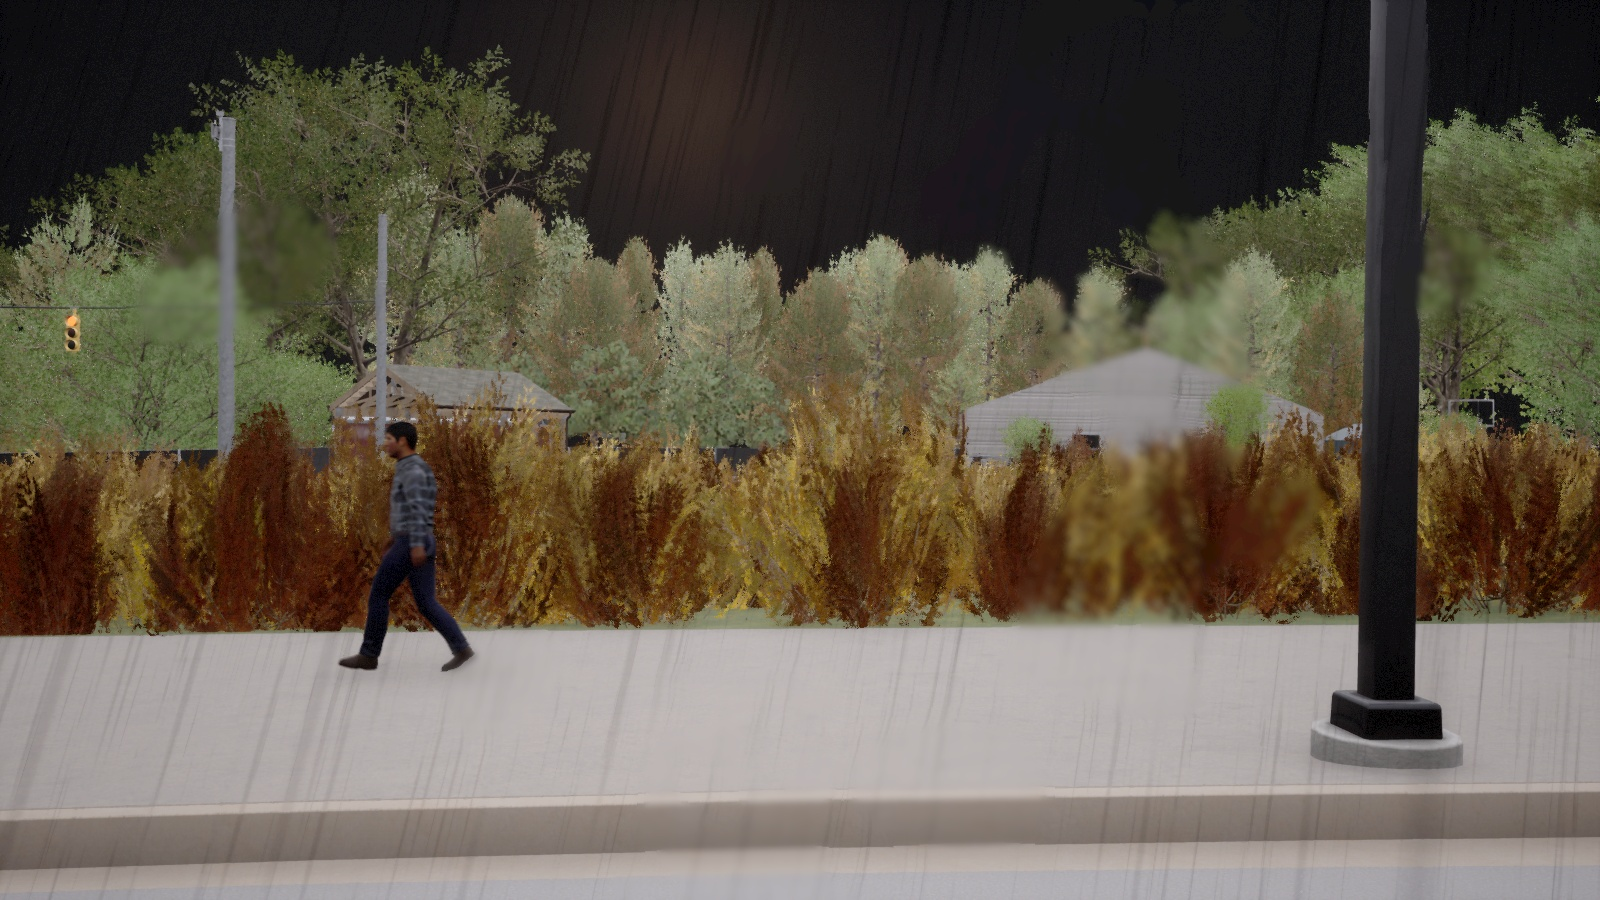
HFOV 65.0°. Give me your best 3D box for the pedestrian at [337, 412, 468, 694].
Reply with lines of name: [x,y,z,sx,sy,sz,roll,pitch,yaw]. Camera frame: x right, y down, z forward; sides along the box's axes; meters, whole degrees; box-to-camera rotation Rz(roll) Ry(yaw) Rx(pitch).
pedestrian: [-2.813,0.709,8.932,0.788,1.949,0.423,-1,1,-4]
